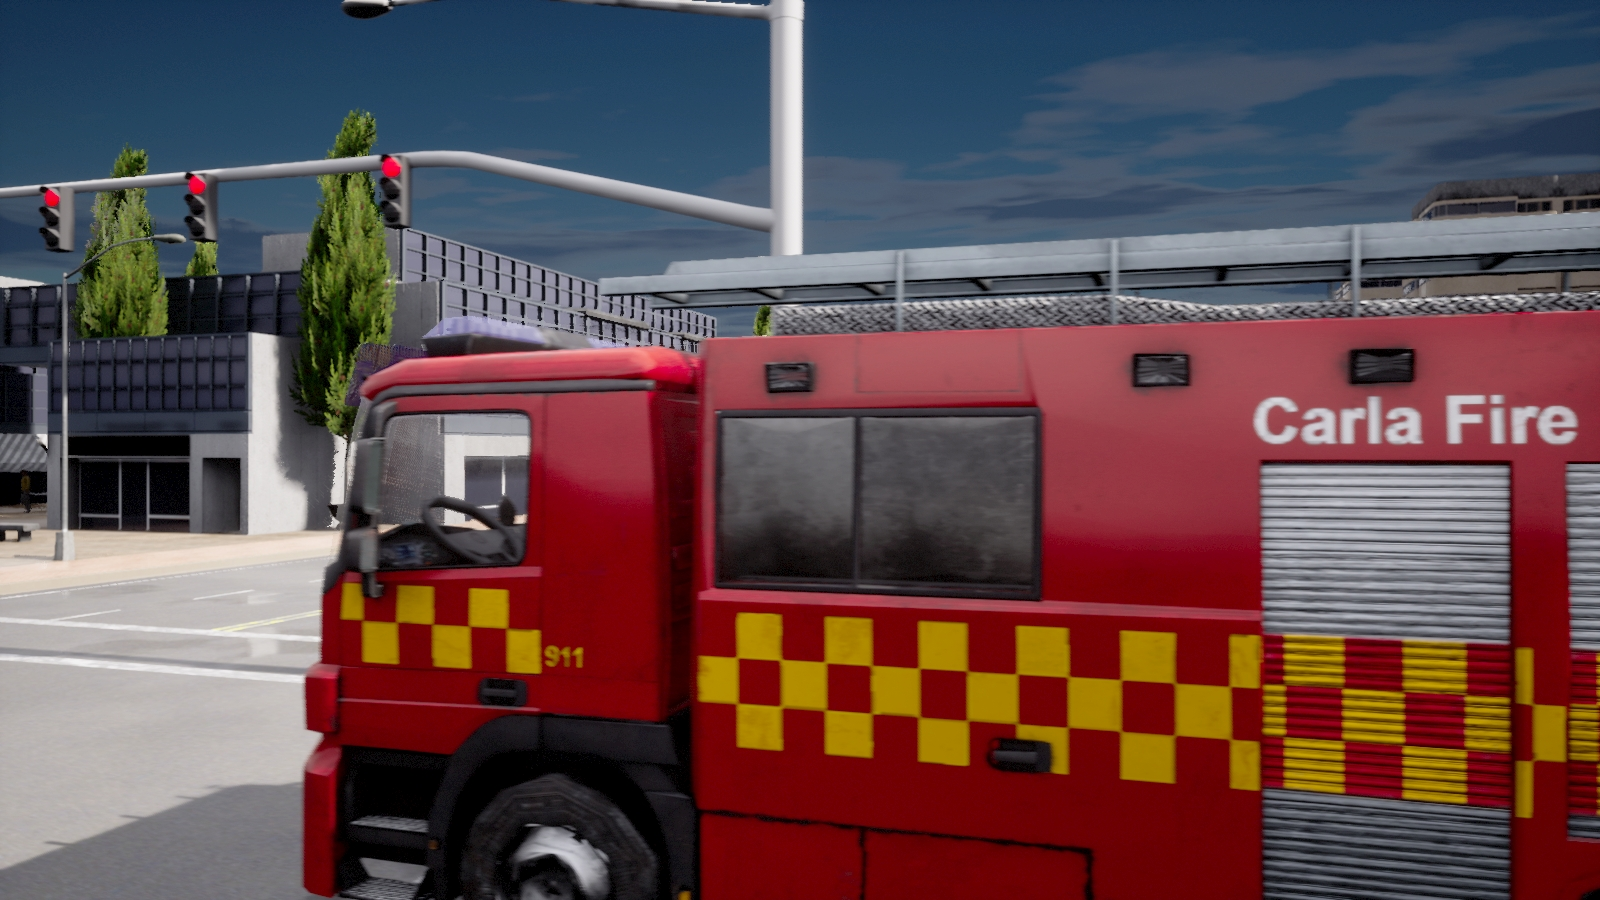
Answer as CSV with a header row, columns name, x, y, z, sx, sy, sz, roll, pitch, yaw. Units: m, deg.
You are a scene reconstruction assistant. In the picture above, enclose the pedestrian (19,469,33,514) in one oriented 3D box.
name,x,y,z,sx,sy,sz,roll,pitch,yaw
pedestrian,-31.961,1.711,47.180,0.375,1.860,0.375,0,0,38
